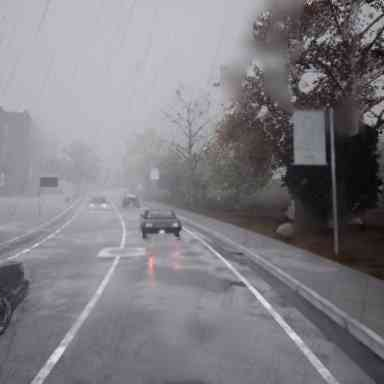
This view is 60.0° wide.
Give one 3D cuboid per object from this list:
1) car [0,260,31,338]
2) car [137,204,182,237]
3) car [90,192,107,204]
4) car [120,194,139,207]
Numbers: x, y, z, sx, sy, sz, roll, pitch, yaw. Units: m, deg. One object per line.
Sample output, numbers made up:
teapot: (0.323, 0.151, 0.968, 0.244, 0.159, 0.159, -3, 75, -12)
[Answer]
car: (-3.773, 1.563, 3.762, 2.033, 1.411, 5.357, 0, 0, -3)
car: (-1.801, 1.536, 17.625, 1.895, 1.301, 4.718, 1, 1, -11)
car: (-12.615, 0.773, 44.874, 1.882, 1.535, 5.008, 1, 1, -15)
car: (-7.530, 0.983, 40.282, 1.837, 1.490, 4.892, 1, 1, -15)
